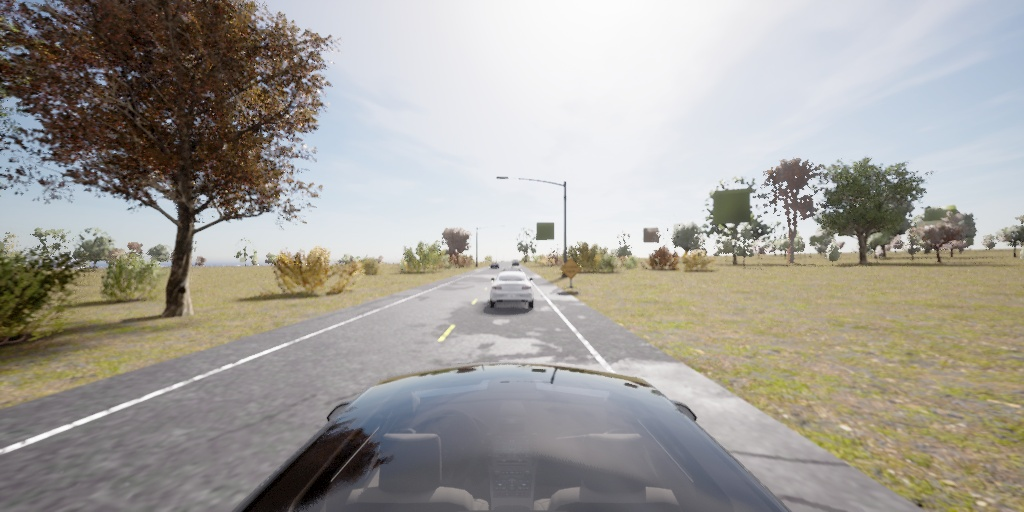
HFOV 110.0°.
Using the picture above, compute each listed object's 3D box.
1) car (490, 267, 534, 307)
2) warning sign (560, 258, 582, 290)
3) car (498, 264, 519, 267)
[{"bbox_3d":[0.002,1.413,16.222,1.812,1.442,4.674,0,0,0],"label":"car"},{"bbox_3d":[3.545,1.052,21.458,1.300,1.860,1.060,0,0,0],"label":"warning sign"},{"bbox_3d":[-0.006,1.624,30.949,1.895,1.301,4.718,0,0,0],"label":"car"}]
